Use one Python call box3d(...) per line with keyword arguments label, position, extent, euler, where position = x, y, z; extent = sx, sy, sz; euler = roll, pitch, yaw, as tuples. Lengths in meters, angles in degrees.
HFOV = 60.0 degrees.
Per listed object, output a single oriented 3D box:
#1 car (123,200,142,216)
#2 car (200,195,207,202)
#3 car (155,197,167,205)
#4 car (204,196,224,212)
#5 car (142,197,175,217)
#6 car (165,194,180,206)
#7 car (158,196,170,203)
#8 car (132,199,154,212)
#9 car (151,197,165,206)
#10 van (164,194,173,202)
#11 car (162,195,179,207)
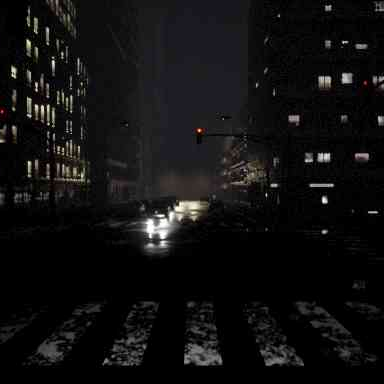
box3d(label="car", position=(-5.646, 1.516, 32.847), extent=(1.752, 1.417, 4.829), euler=(-1, 0, 0))
box3d(label="car", position=(2.805, 1.422, 72.585), extent=(1.967, 1.590, 4.097), euler=(-1, 0, 0))
box3d(label="car", position=(-5.593, 1.567, 61.290), extent=(1.802, 1.307, 4.206), euler=(-1, 0, 0))
box3d(label="car", position=(2.745, 1.540, 38.657), extent=(2.008, 1.369, 4.403), euler=(-1, 0, 0))
box3d(label="car", position=(-3.046, 1.482, 30.999), extent=(2.128, 1.511, 4.902), euler=(0, 0, 0))
box3d(label="car", position=(-2.999, 1.339, 50.448), extent=(2.097, 1.767, 4.553), euler=(0, 0, 0))
box3d(label="car", position=(-5.584, 1.528, 66.944), extent=(1.887, 1.381, 4.507), euler=(-1, 0, 0))
box3d(label="car", position=(-5.635, 1.555, 38.672), extent=(1.947, 1.339, 4.313), euler=(-1, 0, 0))
box3d(label="car", position=(-5.604, 1.530, 55.635), extent=(1.887, 1.381, 4.507), euler=(-1, 0, 0))
box3d(label="van", position=(-5.567, 1.322, 78.254), extent=(1.690, 1.788, 3.998), euler=(-1, 0, 0))
box3d(label="car", position=(-3.023, 1.480, 40.484), extent=(2.128, 1.511, 4.902), euler=(0, 0, 0))
